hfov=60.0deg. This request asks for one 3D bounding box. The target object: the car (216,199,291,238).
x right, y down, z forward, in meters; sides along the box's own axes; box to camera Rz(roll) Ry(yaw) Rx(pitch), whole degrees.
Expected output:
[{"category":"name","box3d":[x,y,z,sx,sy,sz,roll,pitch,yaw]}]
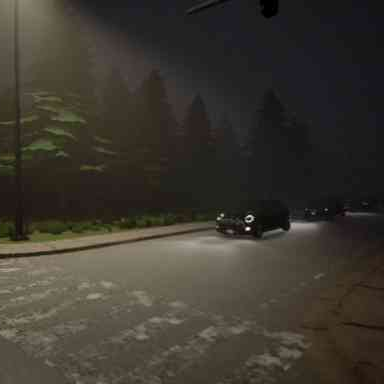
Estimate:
[{"category":"car","box3d":[3.153,1.163,16.679,2.097,1.767,4.553,0,1,40]}]

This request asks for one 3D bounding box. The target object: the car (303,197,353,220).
[{"category":"car","box3d":[9.858,1.163,24.550,2.128,1.511,4.902,0,1,40]}]

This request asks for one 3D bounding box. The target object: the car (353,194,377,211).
[{"category":"car","box3d":[16.623,1.009,32.465,1.882,1.535,5.008,0,1,40]}]
